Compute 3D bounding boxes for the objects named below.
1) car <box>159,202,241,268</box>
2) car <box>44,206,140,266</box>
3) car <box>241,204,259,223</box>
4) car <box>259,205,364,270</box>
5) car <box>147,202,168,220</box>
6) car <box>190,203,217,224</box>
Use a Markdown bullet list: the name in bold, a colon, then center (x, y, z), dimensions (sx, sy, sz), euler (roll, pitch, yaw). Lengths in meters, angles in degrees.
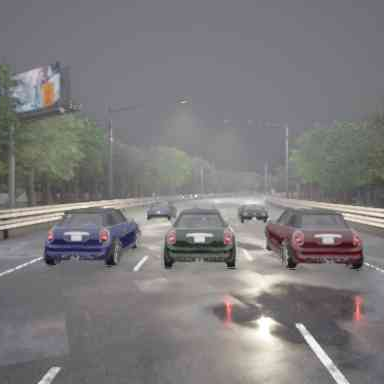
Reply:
- **car**: center (0.289, 1.325, 11.331), dimensions (2.097, 1.767, 4.553), euler (0, 0, 2)
- **car**: center (-3.203, 1.319, 11.578), dimensions (2.097, 1.767, 4.553), euler (0, 0, 2)
- **car**: center (4.446, 1.550, 25.011), dimensions (1.895, 1.301, 4.718), euler (0, 0, 4)
- **car**: center (3.786, 1.330, 11.174), dimensions (2.097, 1.767, 4.553), euler (0, 0, 2)
- **car**: center (-2.391, 1.499, 27.375), dimensions (1.994, 1.385, 4.181), euler (0, 0, 4)
- **car**: center (0.950, 1.545, 25.181), dimensions (1.895, 1.301, 4.718), euler (0, 0, 4)
